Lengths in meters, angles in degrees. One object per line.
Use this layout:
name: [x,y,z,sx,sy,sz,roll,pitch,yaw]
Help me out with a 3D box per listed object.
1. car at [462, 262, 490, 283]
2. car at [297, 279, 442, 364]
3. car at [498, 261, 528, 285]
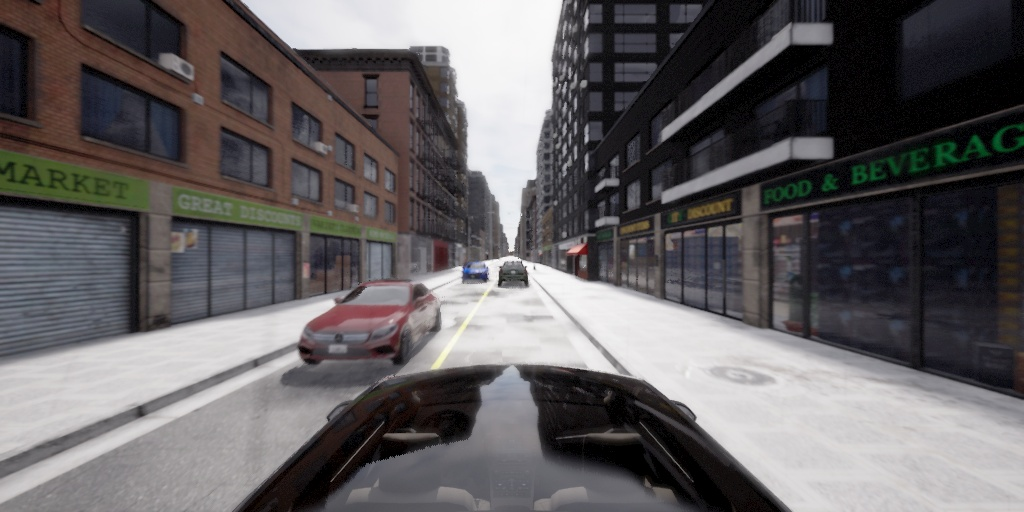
car: [-2.810,1.246,28.544,1.882,1.535,5.008,0,0,0]
car: [-2.843,1.279,8.224,1.812,1.442,4.674,0,0,0]
car: [0.087,1.118,26.295,2.097,1.767,4.553,0,0,0]
